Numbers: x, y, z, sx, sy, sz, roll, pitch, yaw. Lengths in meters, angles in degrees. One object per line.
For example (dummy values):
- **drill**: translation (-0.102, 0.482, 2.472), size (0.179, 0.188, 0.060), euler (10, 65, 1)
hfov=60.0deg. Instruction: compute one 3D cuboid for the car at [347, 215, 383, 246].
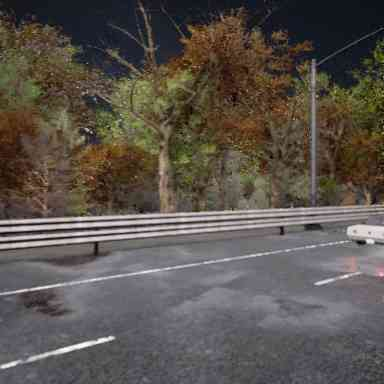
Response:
- **car**: translation (8.741, 1.632, 14.182), size (4.718, 1.301, 1.895), euler (0, 0, -35)
